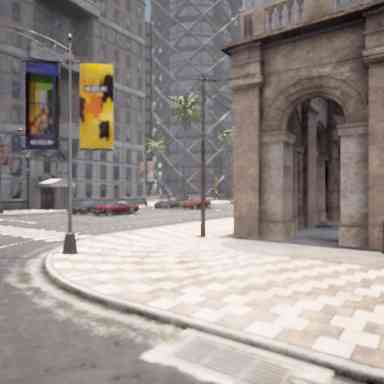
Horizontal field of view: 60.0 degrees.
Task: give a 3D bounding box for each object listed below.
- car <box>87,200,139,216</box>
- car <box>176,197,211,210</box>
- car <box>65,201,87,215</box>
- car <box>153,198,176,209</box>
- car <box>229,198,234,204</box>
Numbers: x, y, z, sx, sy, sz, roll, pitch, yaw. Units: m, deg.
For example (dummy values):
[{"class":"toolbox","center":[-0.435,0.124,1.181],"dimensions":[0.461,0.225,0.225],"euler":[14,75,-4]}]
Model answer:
[{"class":"car","center":[-7.352,1.586,32.062],"dimensions":[1.895,1.301,4.718],"euler":[0,0,35]},{"class":"car","center":[0.572,1.463,43.218],"dimensions":[1.882,1.535,5.008],"euler":[0,1,36]},{"class":"car","center":[-10.179,1.531,34.129],"dimensions":[2.033,1.411,5.357],"euler":[0,0,35]},{"class":"car","center":[-3.179,1.545,43.988],"dimensions":[1.994,1.385,4.181],"euler":[0,0,36]},{"class":"car","center":[8.534,1.509,60.158],"dimensions":[1.812,1.442,4.674],"euler":[0,0,36]}]
